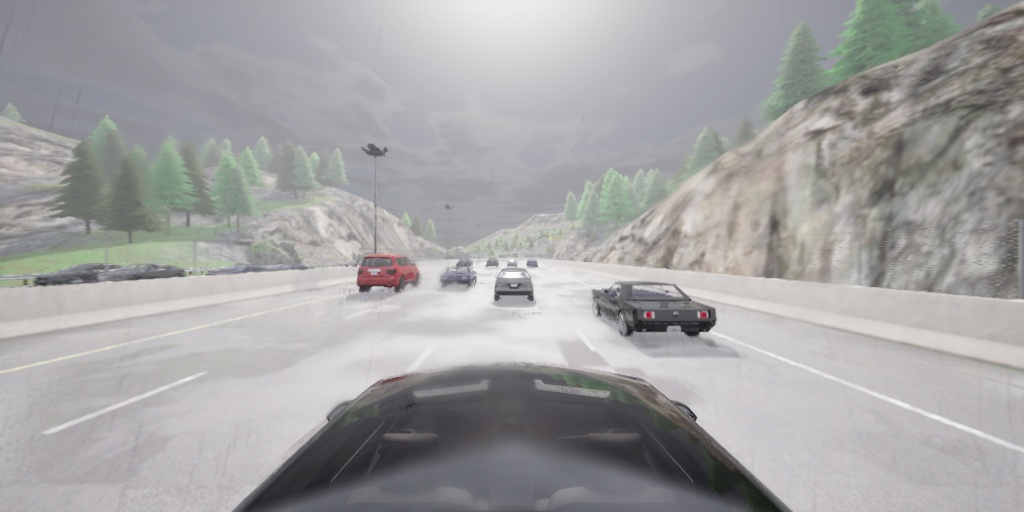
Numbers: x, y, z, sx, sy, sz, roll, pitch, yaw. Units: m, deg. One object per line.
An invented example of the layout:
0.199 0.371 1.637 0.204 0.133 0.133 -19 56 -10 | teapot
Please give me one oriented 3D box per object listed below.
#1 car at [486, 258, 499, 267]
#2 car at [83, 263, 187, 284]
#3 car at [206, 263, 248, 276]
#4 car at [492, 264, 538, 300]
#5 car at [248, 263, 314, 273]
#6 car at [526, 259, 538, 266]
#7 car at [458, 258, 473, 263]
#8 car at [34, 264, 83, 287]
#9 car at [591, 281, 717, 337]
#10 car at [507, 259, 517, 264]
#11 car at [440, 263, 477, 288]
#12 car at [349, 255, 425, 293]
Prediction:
-3.440 1.093 64.505 2.097 1.767 4.553 0 0 0 | car
-24.600 1.233 24.022 2.128 1.511 4.902 0 0 0 | car
-21.106 1.289 28.172 2.033 1.411 5.357 0 0 0 | car
0.087 1.295 17.721 2.033 1.411 5.357 0 0 0 | car
-17.606 1.290 28.174 2.033 1.411 5.357 0 0 0 | car
3.559 1.219 64.622 1.882 1.535 5.008 0 0 0 | car
-6.935 1.093 53.634 2.097 1.767 4.553 0 0 0 | car
-28.099 1.245 23.862 1.837 1.490 4.892 0 0 0 | car
3.627 1.350 10.237 1.895 1.301 4.718 0 0 0 | car
0.046 1.289 64.635 2.033 1.411 5.357 0 0 0 | car
-3.414 1.347 23.757 1.895 1.301 4.718 0 0 0 | car
-6.921 0.967 20.648 2.150 2.045 5.566 0 0 0 | car
